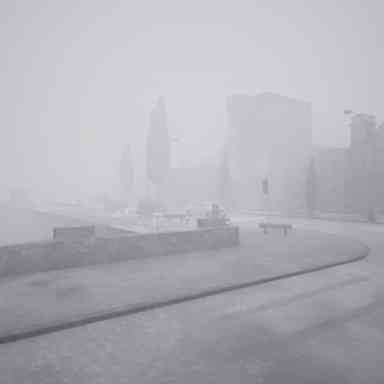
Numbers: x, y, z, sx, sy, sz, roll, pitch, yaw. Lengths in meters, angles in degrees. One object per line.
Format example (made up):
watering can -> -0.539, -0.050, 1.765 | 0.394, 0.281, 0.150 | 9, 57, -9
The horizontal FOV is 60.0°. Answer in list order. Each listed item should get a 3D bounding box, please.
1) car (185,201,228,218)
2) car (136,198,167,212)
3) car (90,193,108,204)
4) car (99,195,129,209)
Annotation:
car -> 1.176, 1.526, 29.482 | 1.812, 1.442, 4.674 | 0, 0, -36
car -> -4.638, 1.505, 37.616 | 1.837, 1.490, 4.892 | 0, 0, -36
car -> -17.293, 1.221, 62.522 | 2.150, 2.045, 5.566 | 0, 0, -36
car -> -10.628, 1.547, 46.025 | 2.033, 1.411, 5.357 | 0, 0, -36
